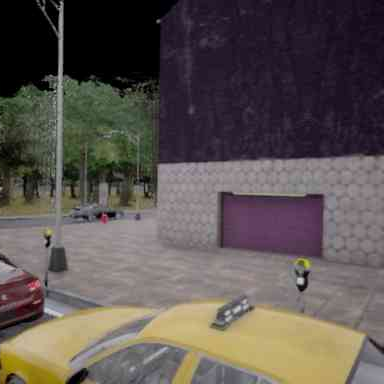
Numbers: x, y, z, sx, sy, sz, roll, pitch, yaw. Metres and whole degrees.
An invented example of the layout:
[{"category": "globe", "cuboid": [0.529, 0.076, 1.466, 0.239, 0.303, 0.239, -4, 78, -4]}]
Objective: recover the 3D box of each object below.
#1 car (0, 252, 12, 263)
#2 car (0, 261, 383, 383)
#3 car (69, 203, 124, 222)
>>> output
[{"category": "car", "cuboid": [-4.260, 1.578, 5.830, 4.206, 1.307, 1.802, 0, 1, 36]}, {"category": "car", "cuboid": [0.106, 1.525, 2.714, 4.829, 1.417, 1.752, 0, 1, 36]}, {"category": "car", "cuboid": [-7.886, 1.700, 28.056, 2.128, 1.511, 4.902, 2, 0, 35]}]
